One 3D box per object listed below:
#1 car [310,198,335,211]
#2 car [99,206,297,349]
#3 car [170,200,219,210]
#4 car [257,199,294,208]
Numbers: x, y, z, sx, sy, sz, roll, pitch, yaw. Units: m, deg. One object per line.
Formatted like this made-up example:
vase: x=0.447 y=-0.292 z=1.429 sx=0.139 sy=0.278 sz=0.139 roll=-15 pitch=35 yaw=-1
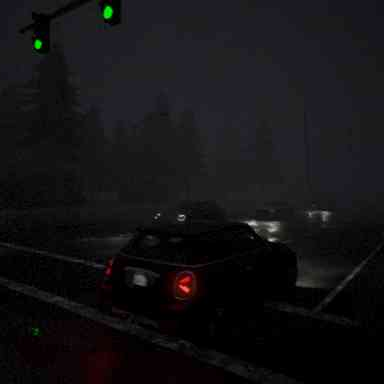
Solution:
car: x=15.580 y=1.438 z=39.586 sx=1.837 sy=1.490 sz=4.892 roll=1 pitch=0 yaw=36
car: x=0.472 y=1.343 z=6.688 sx=2.097 sy=1.767 sz=4.553 roll=1 pitch=0 yaw=36
car: x=-0.043 y=1.247 z=18.077 sx=2.097 sy=1.767 sz=4.553 roll=1 pitch=1 yaw=36
car: x=6.839 y=1.389 z=27.575 sx=1.882 sy=1.535 sz=5.008 roll=1 pitch=1 yaw=36
